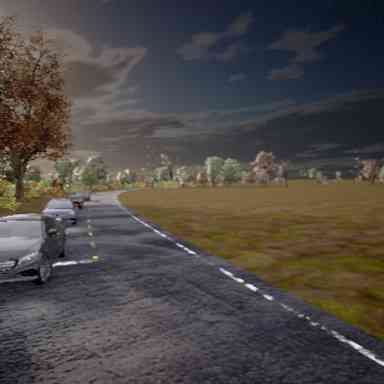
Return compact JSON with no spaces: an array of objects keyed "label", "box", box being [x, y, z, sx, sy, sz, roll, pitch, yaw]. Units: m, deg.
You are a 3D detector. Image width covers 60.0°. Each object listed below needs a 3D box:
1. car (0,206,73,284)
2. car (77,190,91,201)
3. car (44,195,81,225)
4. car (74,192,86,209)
[{"label":"car","box":[-4.580,1.365,8.965,1.812,1.442,4.674,-1,1,-12]},{"label":"car","box":[-15.865,0.435,48.112,2.097,1.767,4.553,-1,1,-14]},{"label":"car","box":[-7.896,1.145,20.087,1.812,1.442,4.674,-1,2,-17]},{"label":"car","box":[-11.628,0.975,32.378,1.895,1.301,4.718,-1,1,-16]}]
